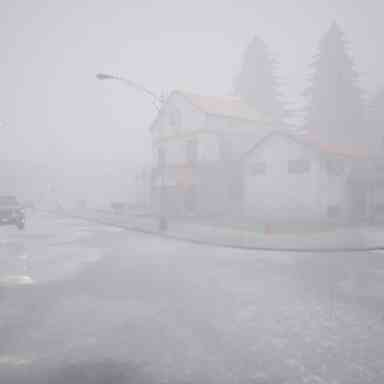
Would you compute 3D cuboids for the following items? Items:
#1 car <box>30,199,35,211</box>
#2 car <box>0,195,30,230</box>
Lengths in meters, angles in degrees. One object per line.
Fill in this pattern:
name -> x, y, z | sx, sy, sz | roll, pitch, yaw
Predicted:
car -> -19.763, 1.426, 39.002 | 1.882, 1.535, 5.008 | -1, 0, -33
car -> -11.853, 1.204, 20.551 | 2.150, 2.045, 5.566 | -1, 0, -35
